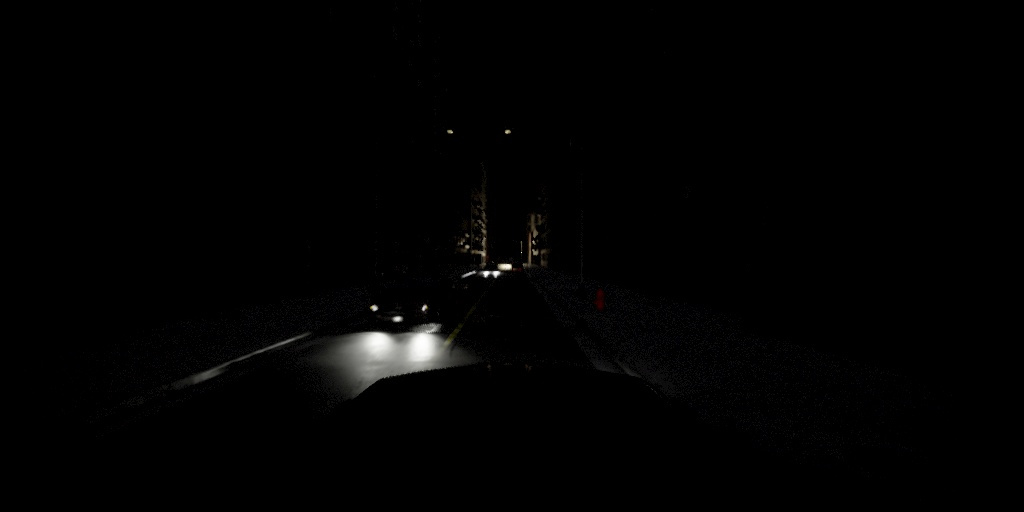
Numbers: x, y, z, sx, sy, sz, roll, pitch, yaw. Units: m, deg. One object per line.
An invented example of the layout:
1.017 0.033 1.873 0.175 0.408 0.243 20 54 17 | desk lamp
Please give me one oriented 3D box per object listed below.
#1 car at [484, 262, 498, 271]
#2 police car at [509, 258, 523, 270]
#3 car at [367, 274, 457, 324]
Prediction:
-3.071 1.594 53.838 1.895 1.301 4.718 0 0 1 | car
0.884 1.455 60.058 1.930 1.638 5.238 0 0 0 | police car
-3.104 1.333 12.374 2.033 1.411 5.357 0 0 0 | car
